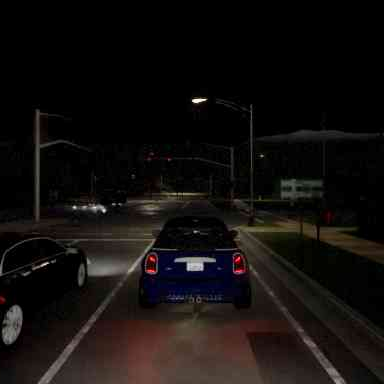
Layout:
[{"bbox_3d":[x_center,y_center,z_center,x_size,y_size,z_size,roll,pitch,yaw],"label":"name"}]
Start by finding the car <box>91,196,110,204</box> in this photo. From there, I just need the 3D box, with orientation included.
[{"bbox_3d":[-17.785,1.490,64.923,2.128,1.511,4.902,0,0,1],"label":"car"}]

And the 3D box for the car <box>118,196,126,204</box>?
[{"bbox_3d":[-14.280,1.547,65.398,2.033,1.411,5.357,0,0,1],"label":"car"}]

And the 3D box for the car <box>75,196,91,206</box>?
[{"bbox_3d":[-17.941,1.477,55.685,1.882,1.535,5.008,0,0,1],"label":"car"}]

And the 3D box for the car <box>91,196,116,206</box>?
[{"bbox_3d":[-14.473,1.600,54.472,1.895,1.301,4.718,0,0,1],"label":"car"}]

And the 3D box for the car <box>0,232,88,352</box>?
[{"bbox_3d":[-3.440,1.505,6.145,1.837,1.490,4.892,0,0,0],"label":"car"}]

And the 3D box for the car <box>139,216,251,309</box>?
[{"bbox_3d":[0.070,1.352,8.049,2.097,1.767,4.553,0,0,0],"label":"car"}]
